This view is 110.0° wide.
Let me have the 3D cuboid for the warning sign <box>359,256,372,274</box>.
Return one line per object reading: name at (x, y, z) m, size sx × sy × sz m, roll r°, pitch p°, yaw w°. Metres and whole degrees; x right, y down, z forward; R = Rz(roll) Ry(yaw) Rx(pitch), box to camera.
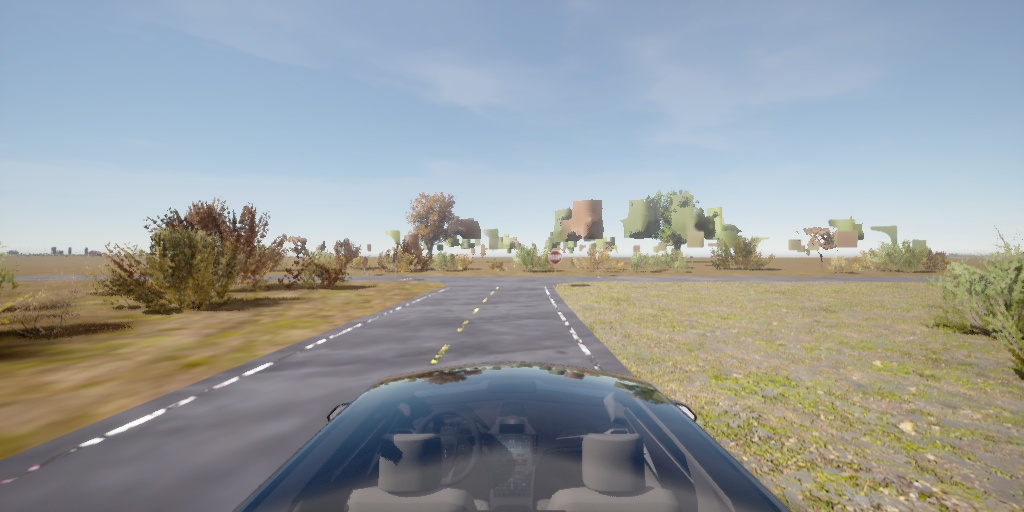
warning sign at (-15.026, 0.892, 36.600) m, size 1.060 × 1.860 × 1.300 m, roll 0°, pitch 0°, yaw 2°
